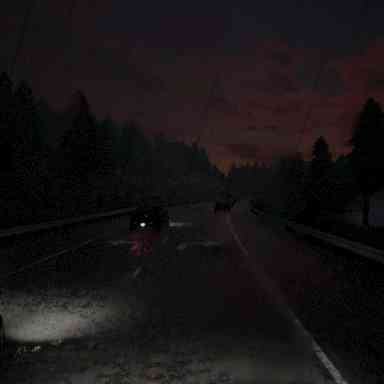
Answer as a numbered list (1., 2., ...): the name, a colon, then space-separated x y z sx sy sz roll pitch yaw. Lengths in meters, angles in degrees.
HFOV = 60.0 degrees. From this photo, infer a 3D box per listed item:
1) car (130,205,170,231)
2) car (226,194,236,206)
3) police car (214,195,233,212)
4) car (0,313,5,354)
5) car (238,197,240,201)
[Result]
1. car: -2.609 1.597 21.182 1.837 1.490 4.892 0 0 4
2. car: 5.243 1.583 51.552 2.097 1.767 4.553 0 0 9
3. police car: 3.856 1.614 41.976 1.930 1.638 5.238 0 0 7
4. car: -3.338 1.513 2.328 1.837 1.490 4.892 0 0 0
5. car: 11.753 1.802 89.318 2.033 1.411 5.357 0 0 14
